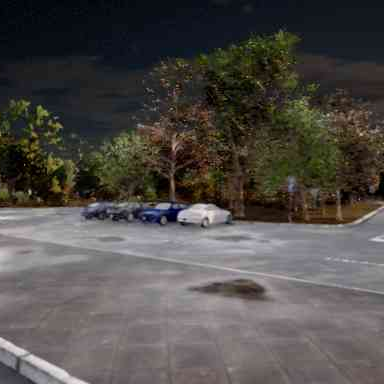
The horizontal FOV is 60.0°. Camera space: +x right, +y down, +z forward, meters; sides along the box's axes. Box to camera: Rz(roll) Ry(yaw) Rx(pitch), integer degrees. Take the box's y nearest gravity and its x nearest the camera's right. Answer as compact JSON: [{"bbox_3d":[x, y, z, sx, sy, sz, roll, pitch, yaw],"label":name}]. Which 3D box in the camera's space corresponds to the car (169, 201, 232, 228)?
[{"bbox_3d":[0.888,1.490,21.899,2.002,1.452,4.674,0,0,36],"label":"car"}]

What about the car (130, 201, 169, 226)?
[{"bbox_3d":[-1.670,1.448,23.735,2.097,1.535,5.008,0,0,36],"label":"car"}]

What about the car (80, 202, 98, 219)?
[{"bbox_3d":[-7.006,1.484,27.532,2.002,1.452,4.674,0,0,36],"label":"car"}]

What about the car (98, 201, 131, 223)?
[{"bbox_3d":[-4.341,1.447,25.627,2.231,1.521,4.892,0,0,36],"label":"car"}]
